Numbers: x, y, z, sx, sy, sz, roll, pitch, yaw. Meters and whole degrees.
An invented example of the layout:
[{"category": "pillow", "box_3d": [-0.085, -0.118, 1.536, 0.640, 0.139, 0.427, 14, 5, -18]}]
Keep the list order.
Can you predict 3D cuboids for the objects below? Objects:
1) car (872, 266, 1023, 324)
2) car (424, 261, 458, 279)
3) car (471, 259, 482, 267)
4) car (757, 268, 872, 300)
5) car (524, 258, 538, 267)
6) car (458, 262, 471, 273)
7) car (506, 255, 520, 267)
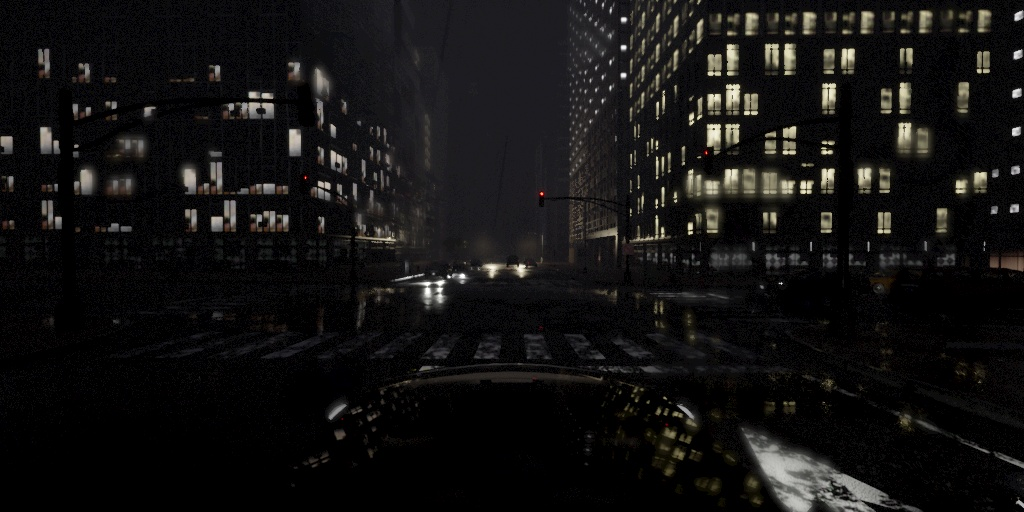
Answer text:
[{"category": "car", "box_3d": [16.216, 1.281, 12.444, 5.009, 1.841, 2.192, 0, 0, 1]}, {"category": "car", "box_3d": [-6.529, 1.225, 32.352, 2.128, 1.511, 4.902, 0, 0, 0]}, {"category": "car", "box_3d": [-6.378, 1.249, 64.399, 2.033, 1.411, 5.357, 0, 0, 1]}, {"category": "car", "box_3d": [15.281, 1.357, 18.275, 4.902, 1.511, 2.128, 1, 1, 2]}, {"category": "car", "box_3d": [3.402, 1.229, 63.259, 1.812, 1.442, 4.674, 0, 0, 0]}, {"category": "car", "box_3d": [-6.500, 1.325, 43.603, 1.895, 1.301, 4.718, 0, 0, 0]}, {"category": "car", "box_3d": [0.150, 0.925, 62.880, 2.150, 2.045, 5.566, 0, 0, 0]}]
